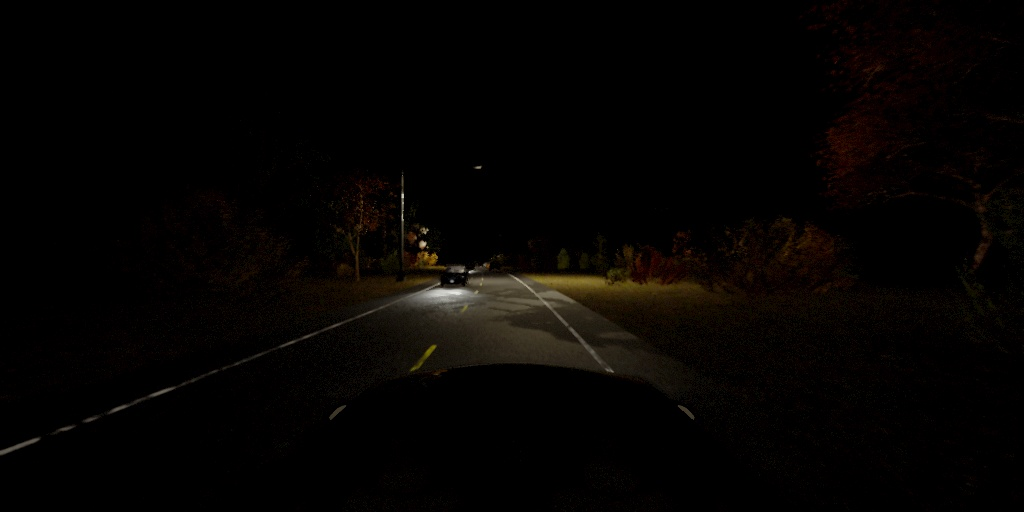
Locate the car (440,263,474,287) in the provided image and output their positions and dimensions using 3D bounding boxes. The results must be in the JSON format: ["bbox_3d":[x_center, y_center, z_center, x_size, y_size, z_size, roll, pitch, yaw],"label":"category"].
[{"bbox_3d":[-4.308,1.522,27.472,2.128,1.511,4.902,0,-1,-3],"label":"car"}]
